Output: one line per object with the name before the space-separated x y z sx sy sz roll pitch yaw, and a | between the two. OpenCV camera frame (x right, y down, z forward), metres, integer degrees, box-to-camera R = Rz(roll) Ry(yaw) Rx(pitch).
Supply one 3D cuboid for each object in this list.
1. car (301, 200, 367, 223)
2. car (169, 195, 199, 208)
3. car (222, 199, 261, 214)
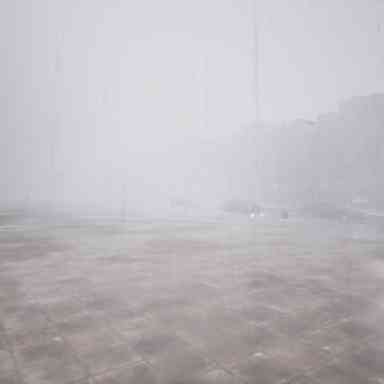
car | 10.646 1.427 25.251 1.837 1.490 4.892 -2 2 -35
car | -1.006 1.190 41.755 2.128 1.511 4.902 -2 2 -35
car | 4.906 1.377 33.372 1.994 1.385 4.181 -2 2 -36
